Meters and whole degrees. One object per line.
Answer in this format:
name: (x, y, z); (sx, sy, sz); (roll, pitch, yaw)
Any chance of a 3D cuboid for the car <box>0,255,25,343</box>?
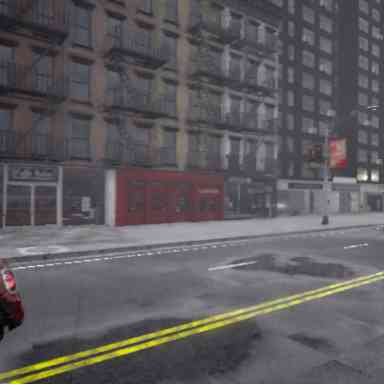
car: (-4.762, 1.336, 4.281); (4.553, 1.767, 2.097); (1, 0, -35)
